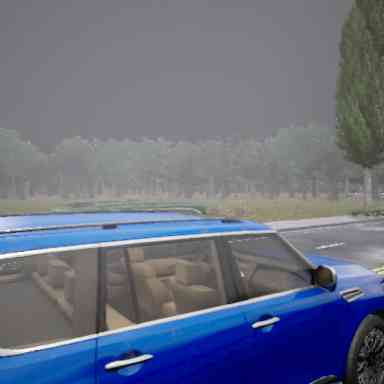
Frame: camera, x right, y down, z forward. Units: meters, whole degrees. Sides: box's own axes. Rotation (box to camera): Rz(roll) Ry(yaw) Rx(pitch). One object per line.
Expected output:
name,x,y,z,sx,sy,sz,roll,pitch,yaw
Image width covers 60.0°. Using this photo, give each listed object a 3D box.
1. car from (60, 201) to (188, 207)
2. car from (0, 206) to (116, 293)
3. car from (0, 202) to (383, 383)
car,-1.914,1.215,6.311,5.566,2.045,2.150,0,0,-36
car,-4.507,1.348,8.455,4.553,1.767,2.097,0,0,-36
car,-0.119,1.215,3.354,5.566,2.045,2.150,0,0,-36
